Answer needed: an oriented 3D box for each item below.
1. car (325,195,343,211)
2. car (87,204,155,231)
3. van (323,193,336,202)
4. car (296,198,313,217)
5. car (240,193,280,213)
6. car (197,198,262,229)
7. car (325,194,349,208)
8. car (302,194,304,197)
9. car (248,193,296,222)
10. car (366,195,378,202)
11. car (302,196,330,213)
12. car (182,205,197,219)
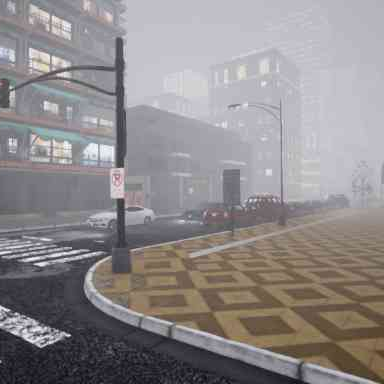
[{"bbox_3d":[15.694,1.415,38.788,2.008,1.369,4.403,-1,0,36],"label":"car"},{"bbox_3d":[-4.294,1.515,20.727,1.812,1.442,4.674,-1,0,36],"label":"car"},{"bbox_3d":[29.209,1.229,70.499,1.690,1.788,3.998,-1,0,36],"label":"van"},{"bbox_3d":[9.072,1.470,29.772,1.802,1.307,4.206,-1,0,36],"label":"car"},{"bbox_3d":[7.649,1.167,36.976,2.150,2.045,5.566,-1,0,36],"label":"car"},{"bbox_3d":[2.448,1.352,20.758,1.967,1.590,4.097,-1,0,36],"label":"car"},{"bbox_3d":[19.003,1.167,43.296,2.192,1.841,5.009,-1,0,36],"label":"car"},{"bbox_3d":[22.488,1.439,61.346,1.752,1.417,4.829,-1,0,36],"label":"car"},{"bbox_3d":[5.758,1.215,25.266,2.192,1.841,5.009,-1,0,36],"label":"car"},{"bbox_3d":[35.561,1.333,65.833,1.887,1.381,4.507,-1,0,36],"label":"car"},{"bbox_3d":[12.383,1.421,34.280,1.887,1.381,4.507,-1,0,36],"label":"car"},{"bbox_3d":[1.405,1.516,28.480,2.033,1.411,5.357,-1,0,36],"label":"car"}]
